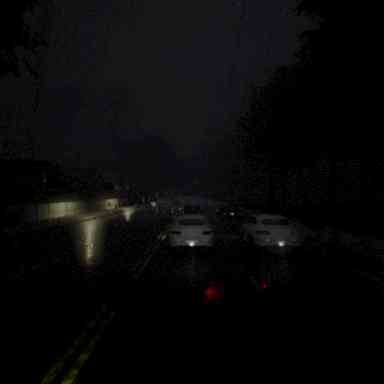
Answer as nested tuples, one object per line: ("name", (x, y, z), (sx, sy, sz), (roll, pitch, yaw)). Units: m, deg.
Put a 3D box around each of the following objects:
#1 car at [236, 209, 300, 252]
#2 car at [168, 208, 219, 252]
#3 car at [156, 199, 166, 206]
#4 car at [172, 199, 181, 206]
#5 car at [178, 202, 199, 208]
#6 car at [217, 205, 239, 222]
("car", (3.245, 1.659, 14.380), (1.812, 1.442, 4.674), (0, 0, 0))
("car", (-0.005, 1.659, 14.385), (1.812, 1.442, 4.674), (0, 0, 0))
("car", (-6.549, 2.198, 70.968), (1.812, 1.442, 4.674), (0, -1, 0))
("car", (-3.299, 2.174, 70.970), (1.837, 1.490, 4.892), (0, -1, 0))
("car", (-0.016, 1.841, 29.300), (1.994, 1.385, 4.181), (0, -1, 0))
("car", (3.231, 1.820, 28.984), (2.033, 1.411, 5.357), (0, -1, 0))
